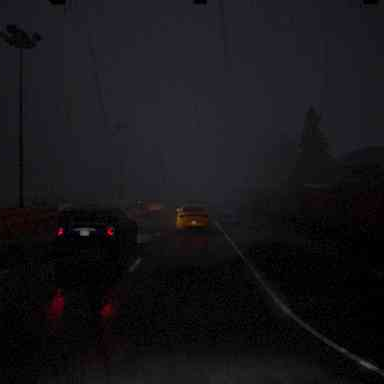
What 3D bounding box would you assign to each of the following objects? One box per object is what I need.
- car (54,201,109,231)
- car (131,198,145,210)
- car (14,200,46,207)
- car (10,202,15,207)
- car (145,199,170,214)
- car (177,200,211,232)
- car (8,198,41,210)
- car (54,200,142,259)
[{"bbox_3d":[-6.900,1.452,21.341,1.882,1.535,5.008,0,0,0],"label":"car"},{"bbox_3d":[-6.901,1.441,42.357,2.128,1.511,4.902,0,0,0],"label":"car"},{"bbox_3d":[-14.000,1.564,30.731,1.895,1.301,4.718,0,0,0],"label":"car"},{"bbox_3d":[-17.500,1.448,36.342,2.128,1.511,4.902,0,0,0],"label":"car"},{"bbox_3d":[-3.399,1.436,35.079,1.882,1.535,5.008,0,0,0],"label":"car"},{"bbox_3d":[0.100,1.454,19.949,1.882,1.535,5.008,0,0,0],"label":"car"},{"bbox_3d":[-21.000,1.476,41.927,1.812,1.442,4.674,0,0,0],"label":"car"},{"bbox_3d":[-3.400,1.335,12.652,2.097,1.767,4.553,0,0,0],"label":"car"}]
